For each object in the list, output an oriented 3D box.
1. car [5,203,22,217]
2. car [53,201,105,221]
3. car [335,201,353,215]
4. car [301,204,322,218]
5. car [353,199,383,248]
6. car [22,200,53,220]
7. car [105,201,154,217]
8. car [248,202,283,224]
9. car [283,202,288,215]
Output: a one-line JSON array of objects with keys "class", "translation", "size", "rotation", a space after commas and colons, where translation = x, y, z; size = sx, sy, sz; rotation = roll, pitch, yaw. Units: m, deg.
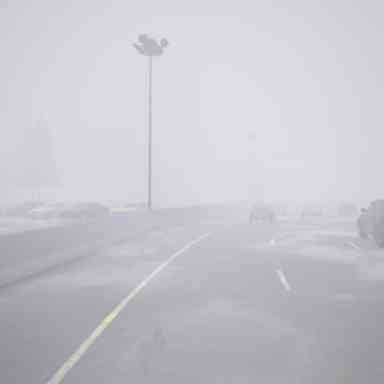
[{"class": "car", "translation": [-15.108, 1.553, 31.311], "size": [1.837, 1.490, 4.892], "rotation": [0, -1, 20]}, {"class": "car", "translation": [-8.904, 1.546, 27.833], "size": [1.882, 1.535, 5.008], "rotation": [0, 0, 19]}, {"class": "car", "translation": [17.307, 1.748, 37.476], "size": [1.882, 1.535, 5.008], "rotation": [0, 0, 21]}, {"class": "car", "translation": [11.983, 1.821, 33.318], "size": [1.895, 1.301, 4.718], "rotation": [0, 0, 21]}, {"class": "car", "translation": [9.294, 1.345, 15.310], "size": [2.150, 2.045, 5.566], "rotation": [0, 0, 15]}, {"class": "car", "translation": [-12.133, 1.581, 29.224], "size": [1.812, 1.442, 4.674], "rotation": [0, 0, 19]}, {"class": "car", "translation": [-4.977, 1.573, 28.478], "size": [1.882, 1.535, 5.008], "rotation": [0, 0, 21]}, {"class": "car", "translation": [5.755, 1.645, 26.588], "size": [2.128, 1.511, 4.902], "rotation": [0, 0, 20]}, {"class": "car", "translation": [9.594, 1.769, 36.982], "size": [2.033, 1.411, 5.357], "rotation": [0, 0, 21]}]
